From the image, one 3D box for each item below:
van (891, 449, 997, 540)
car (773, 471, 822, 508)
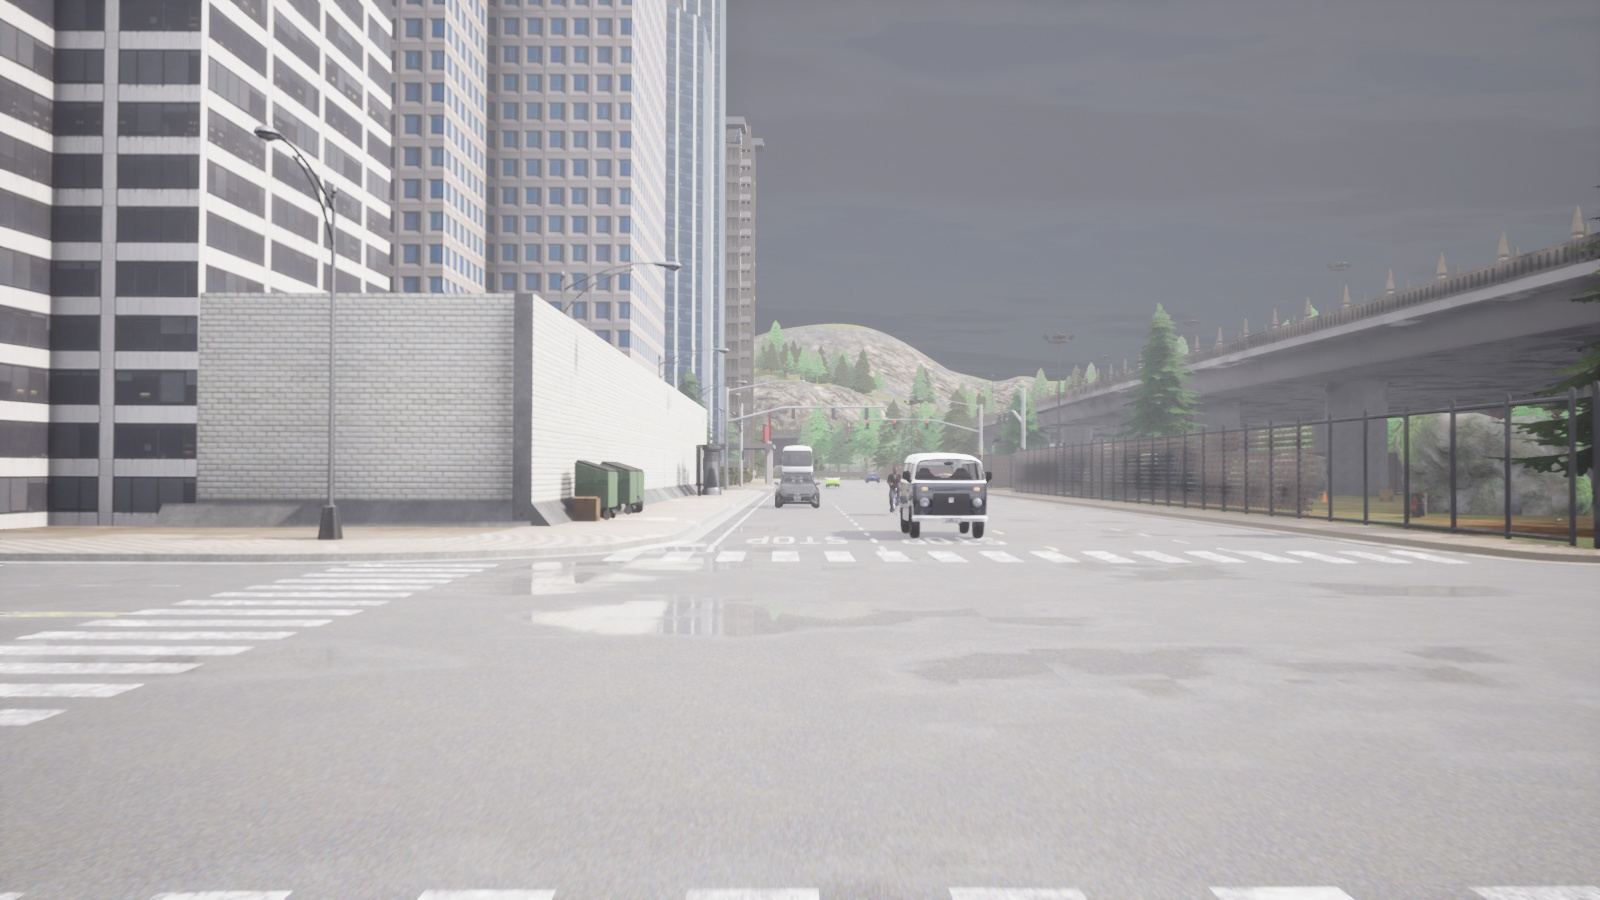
[{"bbox_3d":[3.438,1.049,30.773,2.069,2.038,4.480,0,-1,0],"label":"van"},{"bbox_3d":[-0.109,1.693,54.663,2.007,1.525,4.514,0,-1,0],"label":"car"}]
